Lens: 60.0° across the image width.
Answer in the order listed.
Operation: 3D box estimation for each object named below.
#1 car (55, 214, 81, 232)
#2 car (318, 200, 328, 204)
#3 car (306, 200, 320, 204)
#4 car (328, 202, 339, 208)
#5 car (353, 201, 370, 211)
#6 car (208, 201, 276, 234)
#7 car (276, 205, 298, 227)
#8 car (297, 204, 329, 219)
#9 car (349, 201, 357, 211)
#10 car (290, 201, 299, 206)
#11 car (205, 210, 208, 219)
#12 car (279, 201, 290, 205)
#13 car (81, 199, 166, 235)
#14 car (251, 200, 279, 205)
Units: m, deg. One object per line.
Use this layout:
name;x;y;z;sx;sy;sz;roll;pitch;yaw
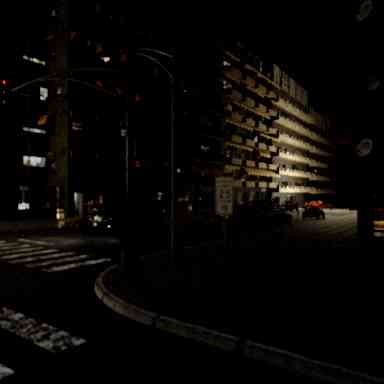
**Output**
car;-6.706;1.831;22.329;1.752;1.417;4.829;-1;-2;35
car;25.851;2.637;68.884;2.192;1.841;5.009;-1;-2;35
car;22.607;2.767;64.238;1.887;1.381;4.507;-1;-2;35
car;32.345;3.063;78.161;1.887;1.381;4.507;-1;-2;35
car;32.726;2.619;64.150;2.192;1.841;5.009;-1;-2;35
car;3.512;1.710;22.382;2.192;1.841;5.009;-1;-2;35
car;6.759;2.042;27.016;1.887;1.381;4.507;-1;-2;35
car;13.251;2.282;36.297;1.802;1.307;4.206;-1;-2;35
car;29.479;2.520;59.508;2.192;1.841;5.009;-1;-2;35
car;16.113;2.337;54.961;2.192;1.841;5.009;-1;-2;35
car;3.130;2.161;36.391;1.887;1.381;4.507;-1;-2;35
car;12.770;2.443;50.175;1.752;1.417;4.829;-1;-2;35
car;-4.047;1.530;21.589;2.150;2.045;5.566;0;0;35
car;7.676;1.909;38.336;2.150;2.045;5.566;0;-1;35
